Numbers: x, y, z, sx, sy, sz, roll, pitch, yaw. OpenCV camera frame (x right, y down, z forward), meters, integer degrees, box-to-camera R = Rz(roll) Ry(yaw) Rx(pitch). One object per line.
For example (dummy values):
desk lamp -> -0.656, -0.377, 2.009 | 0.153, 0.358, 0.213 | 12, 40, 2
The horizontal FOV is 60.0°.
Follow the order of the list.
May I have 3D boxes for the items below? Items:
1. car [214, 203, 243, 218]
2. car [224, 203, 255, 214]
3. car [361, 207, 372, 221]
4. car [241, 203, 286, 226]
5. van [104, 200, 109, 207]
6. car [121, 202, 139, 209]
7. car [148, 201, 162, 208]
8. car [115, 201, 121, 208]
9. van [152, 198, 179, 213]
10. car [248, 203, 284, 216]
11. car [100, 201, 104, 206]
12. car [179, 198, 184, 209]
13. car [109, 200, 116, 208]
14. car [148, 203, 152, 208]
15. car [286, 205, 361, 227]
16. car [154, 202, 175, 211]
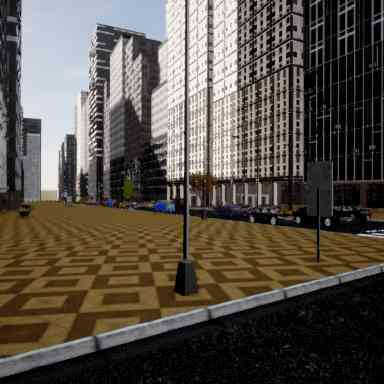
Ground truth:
car -> 4.205, 1.995, 35.814 | 2.033, 1.411, 5.357 | 0, -1, -26
car -> 6.303, 2.168, 44.757 | 1.947, 1.339, 4.313 | -1, -1, -26
car -> 13.638, 1.854, 29.562 | 2.008, 1.369, 4.403 | -1, -1, -26
car -> 6.092, 1.814, 25.919 | 2.008, 1.369, 4.403 | -1, -1, -26
van -> -18.362, 2.635, 76.571 | 1.690, 1.788, 3.998 | -1, -1, -26
car -> -11.024, 2.525, 61.374 | 2.008, 1.369, 4.403 | -1, -1, -26
car -> -8.366, 2.809, 75.147 | 1.802, 1.307, 4.206 | -1, -1, -26
car -> -13.396, 2.602, 66.287 | 1.752, 1.417, 4.829 | -1, -1, -26
van -> -3.693, 2.005, 46.183 | 1.690, 1.788, 3.998 | -1, -1, -26
car -> 8.748, 2.068, 39.692 | 1.947, 1.339, 4.313 | -1, -1, -26
car -> -23.248, 3.053, 86.698 | 1.887, 1.381, 4.507 | -1, -1, -26
car -> -2.538, 2.082, 57.149 | 2.150, 2.045, 5.566 | 0, -2, -26
car -> -15.914, 2.731, 71.505 | 1.887, 1.381, 4.507 | -1, -1, -26
car -> -7.475, 2.675, 67.363 | 1.895, 1.301, 4.718 | 0, -1, -26
car -> 9.565, 1.734, 24.687 | 1.837, 1.490, 4.892 | 0, -1, -25
car -> -4.472, 2.318, 53.949 | 1.837, 1.490, 4.892 | 0, -2, -25
